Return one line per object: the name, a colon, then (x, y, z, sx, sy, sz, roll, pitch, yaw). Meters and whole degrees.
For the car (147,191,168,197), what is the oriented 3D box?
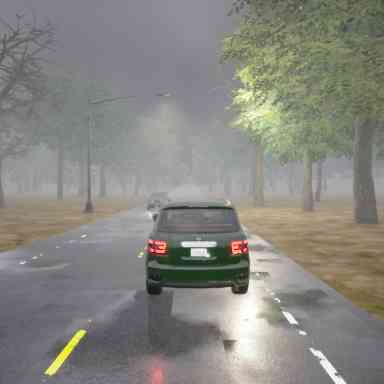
car: (-3.670, 0.930, 37.123, 2.150, 2.045, 5.566, 0, 1, 0)

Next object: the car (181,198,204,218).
car: (0.032, 1.327, 28.287, 1.812, 1.442, 4.674, 0, 0, 0)

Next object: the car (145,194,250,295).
car: (0.091, 1.188, 8.806, 2.150, 2.045, 5.566, 0, 0, -1)
